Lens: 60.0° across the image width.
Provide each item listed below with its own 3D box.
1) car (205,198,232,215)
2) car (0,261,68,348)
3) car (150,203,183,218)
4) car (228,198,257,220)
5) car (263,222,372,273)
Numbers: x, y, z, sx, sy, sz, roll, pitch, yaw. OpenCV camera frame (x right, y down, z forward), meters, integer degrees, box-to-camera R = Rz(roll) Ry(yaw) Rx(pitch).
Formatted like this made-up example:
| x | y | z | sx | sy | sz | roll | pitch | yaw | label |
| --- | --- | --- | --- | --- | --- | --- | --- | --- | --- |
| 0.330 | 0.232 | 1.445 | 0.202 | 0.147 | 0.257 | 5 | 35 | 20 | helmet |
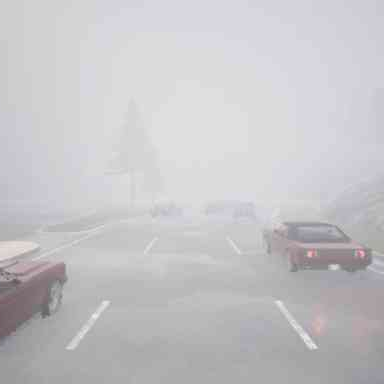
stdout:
| x | y | z | sx | sy | sz | roll | pitch | yaw | label |
| --- | --- | --- | --- | --- | --- | --- | --- | --- | --- |
| 2.573 | 1.526 | 34.271 | 1.812 | 1.442 | 4.674 | 0 | 0 | 15 | car |
| -3.398 | 1.600 | 4.533 | 1.895 | 1.301 | 4.718 | 0 | 0 | 0 | car |
| -2.185 | 1.601 | 29.900 | 1.895 | 1.301 | 4.718 | 0 | 0 | 12 | car |
| 4.600 | 1.548 | 28.680 | 2.033 | 1.411 | 5.357 | 0 | 0 | 12 | car |
| 3.605 | 1.601 | 10.614 | 1.895 | 1.301 | 4.718 | 0 | 0 | 0 | car |
